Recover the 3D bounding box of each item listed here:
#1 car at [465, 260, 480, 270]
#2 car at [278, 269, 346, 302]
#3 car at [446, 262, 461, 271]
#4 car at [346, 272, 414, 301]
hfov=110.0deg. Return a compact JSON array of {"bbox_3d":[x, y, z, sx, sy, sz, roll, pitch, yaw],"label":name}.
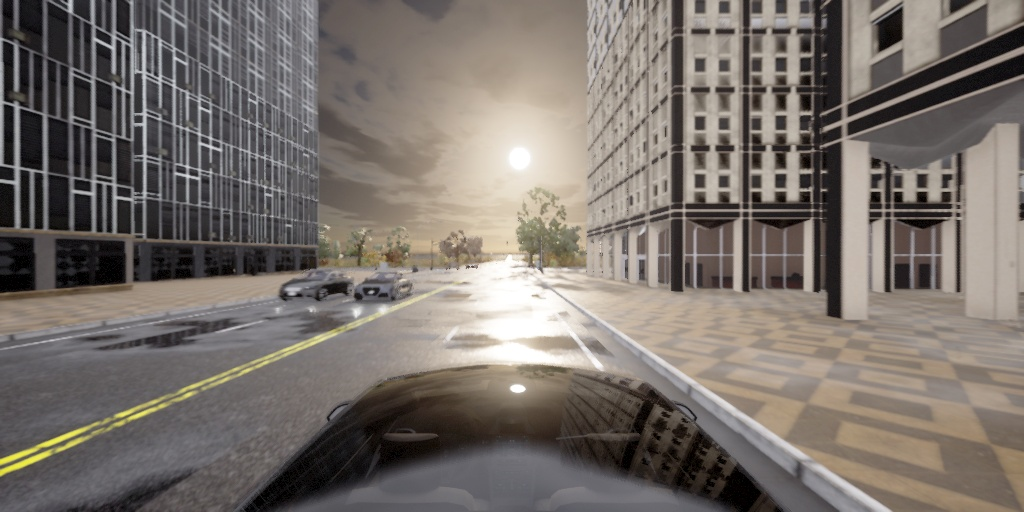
[{"bbox_3d":[-6.471,1.411,59.478,2.097,1.767,4.553,0,-1,0],"label":"car"},{"bbox_3d":[-9.841,1.452,18.498,2.128,1.511,4.902,0,-1,0],"label":"car"},{"bbox_3d":[-9.721,1.648,59.448,1.994,1.385,4.181,0,-1,0],"label":"car"},{"bbox_3d":[-6.592,1.527,18.770,1.994,1.385,4.181,0,-1,0],"label":"car"}]
